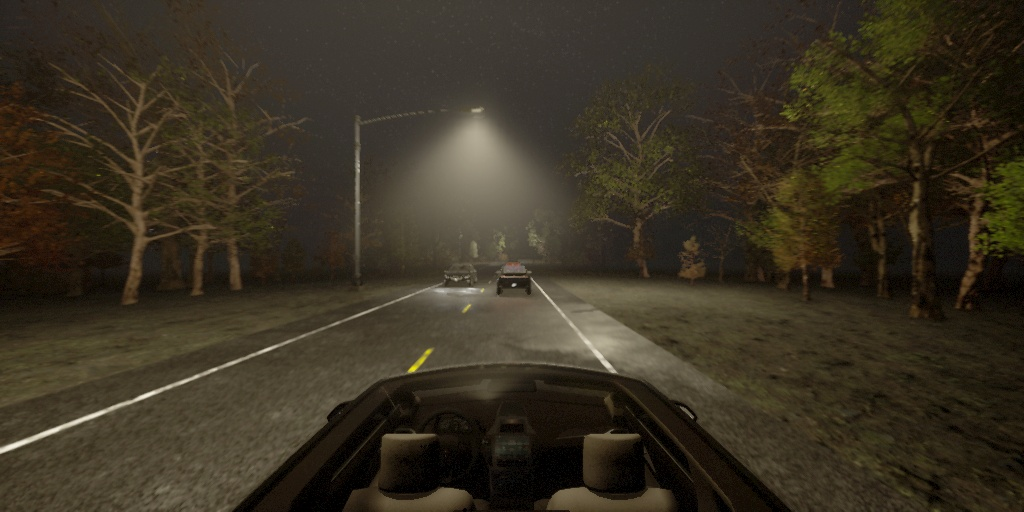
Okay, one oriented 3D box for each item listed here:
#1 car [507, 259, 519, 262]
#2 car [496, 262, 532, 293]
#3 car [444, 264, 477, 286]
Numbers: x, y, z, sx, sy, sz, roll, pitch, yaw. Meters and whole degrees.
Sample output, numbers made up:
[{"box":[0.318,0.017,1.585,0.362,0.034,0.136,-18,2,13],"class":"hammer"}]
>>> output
[{"box":[0.122,1.198,48.132,2.097,1.767,4.553,0,0,0],"class":"car"},{"box":[0.108,1.282,20.861,2.128,1.511,4.902,0,0,0],"class":"car"},{"box":[-3.574,1.305,25.424,1.837,1.490,4.892,0,0,0],"class":"car"}]
